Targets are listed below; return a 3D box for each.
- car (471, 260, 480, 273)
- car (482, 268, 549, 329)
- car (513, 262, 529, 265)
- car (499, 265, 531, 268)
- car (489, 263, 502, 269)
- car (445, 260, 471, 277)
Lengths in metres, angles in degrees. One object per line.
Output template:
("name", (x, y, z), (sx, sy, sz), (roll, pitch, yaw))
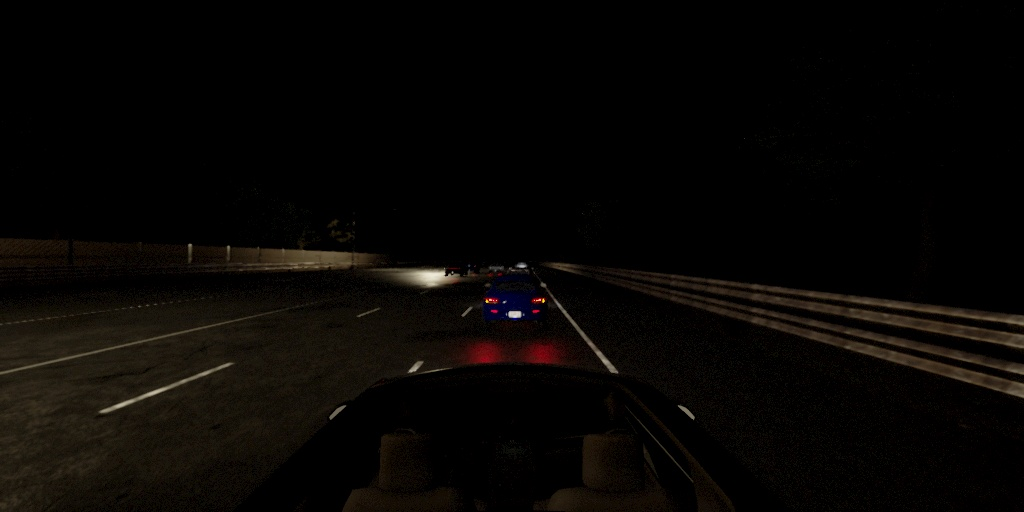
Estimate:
("car", (-5.634, 1.398, 49.568), (2.097, 1.767, 4.553), (0, -1, 1))
("car", (0.116, 1.284, 11.211), (1.812, 1.442, 4.674), (0, 0, 1))
("car", (0.755, 1.344, 29.293), (2.128, 1.511, 4.902), (0, -1, 2))
("car", (0.379, 1.394, 21.049), (1.895, 1.301, 4.718), (0, 0, 2))
("car", (-2.125, 1.666, 49.826), (1.895, 1.301, 4.718), (0, -1, 1))
("car", (-5.938, 1.433, 38.713), (1.837, 1.490, 4.892), (0, -1, 2))
